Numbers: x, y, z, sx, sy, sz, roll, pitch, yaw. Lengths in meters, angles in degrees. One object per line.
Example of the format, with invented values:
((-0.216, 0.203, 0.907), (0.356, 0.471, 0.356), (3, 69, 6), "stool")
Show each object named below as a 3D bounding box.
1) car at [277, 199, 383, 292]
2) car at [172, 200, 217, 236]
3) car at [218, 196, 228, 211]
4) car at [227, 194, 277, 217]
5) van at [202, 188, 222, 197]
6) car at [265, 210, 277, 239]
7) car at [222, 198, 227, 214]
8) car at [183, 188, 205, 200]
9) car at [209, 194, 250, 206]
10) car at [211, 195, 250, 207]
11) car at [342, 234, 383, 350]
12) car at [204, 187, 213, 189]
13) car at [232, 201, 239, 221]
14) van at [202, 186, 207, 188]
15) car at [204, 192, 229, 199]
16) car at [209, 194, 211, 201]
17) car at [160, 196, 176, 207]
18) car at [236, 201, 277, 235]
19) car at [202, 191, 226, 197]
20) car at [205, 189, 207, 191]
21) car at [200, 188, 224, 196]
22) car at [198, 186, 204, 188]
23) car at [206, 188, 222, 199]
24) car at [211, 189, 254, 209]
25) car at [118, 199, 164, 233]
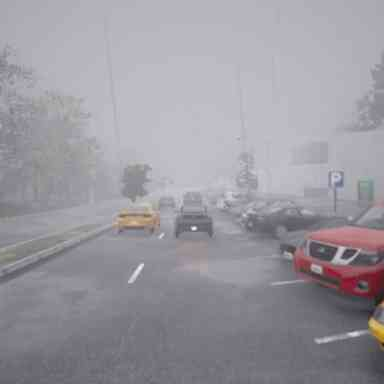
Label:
((5.048, 1.189, 7.483), (5.566, 2.045, 2.435), (1, 1, -20), "car")
((0.096, 1.412, 17.763), (1.837, 1.490, 4.892), (0, 0, 0), "car")
((5.089, 1.348, 28.529), (4.792, 1.488, 2.163), (1, 0, -20), "car")
((5.097, 1.241, 22.514), (4.553, 1.767, 2.185), (1, 1, -20), "car")
((4.945, 0.105, 82.405), (4.442, 1.987, 1.878), (0, 2, -20), "van")
((5.042, 1.455, 10.488), (4.792, 1.488, 2.163), (1, 1, -20), "car")
((5.067, 1.388, 25.504), (4.674, 1.452, 2.002), (1, 1, -20), "car")
((0.091, 0.921, 38.931), (2.150, 2.045, 5.566), (0, 1, 0), "car")
((5.231, 1.054, 46.601), (5.366, 1.575, 1.946), (0, 1, -20), "car")
((5.065, 1.151, 43.529), (4.674, 1.452, 2.002), (0, 1, -20), "car")
((4.895, 1.451, 4.432), (5.366, 1.575, 1.946), (1, 1, -20), "car")
((5.026, 0.447, 70.514), (4.553, 1.767, 2.185), (0, 1, -20), "car")
((5.068, 1.425, 19.505), (4.674, 1.452, 2.002), (1, 1, -20), "car")
((5.164, 0.288, 73.546), (4.442, 1.987, 1.878), (0, 1, -20), "van")
((5.050, 0.674, 67.545), (4.674, 1.452, 2.002), (0, 1, -20), "car")
((4.890, 1.246, 34.455), (5.366, 1.575, 1.946), (1, 1, -20), "car")
((-2.909, 1.181, 39.602), (2.128, 1.511, 4.902), (0, 1, 0), "car")
((5.059, 1.400, 16.504), (5.008, 1.535, 2.097), (1, 0, -20), "car")
((5.046, 0.453, 76.490), (4.892, 1.521, 2.231), (0, 1, -20), "car")
((5.029, 0.724, 64.527), (4.792, 1.488, 2.163), (0, 1, -20), "car")
((5.079, 0.019, 85.448), (5.566, 2.045, 2.435), (0, 1, -20), "car")
((5.030, 0.141, 79.452), (5.566, 2.045, 2.435), (0, 1, -20), "car")
((5.038, 0.914, 40.505), (5.566, 2.045, 2.435), (0, 1, -20), "car")
((5.092, 1.036, 31.525), (5.566, 2.045, 2.435), (1, 1, -20), "car")
((-2.905, 1.378, 19.109), (1.882, 1.535, 5.008), (0, 0, 0), "car")
